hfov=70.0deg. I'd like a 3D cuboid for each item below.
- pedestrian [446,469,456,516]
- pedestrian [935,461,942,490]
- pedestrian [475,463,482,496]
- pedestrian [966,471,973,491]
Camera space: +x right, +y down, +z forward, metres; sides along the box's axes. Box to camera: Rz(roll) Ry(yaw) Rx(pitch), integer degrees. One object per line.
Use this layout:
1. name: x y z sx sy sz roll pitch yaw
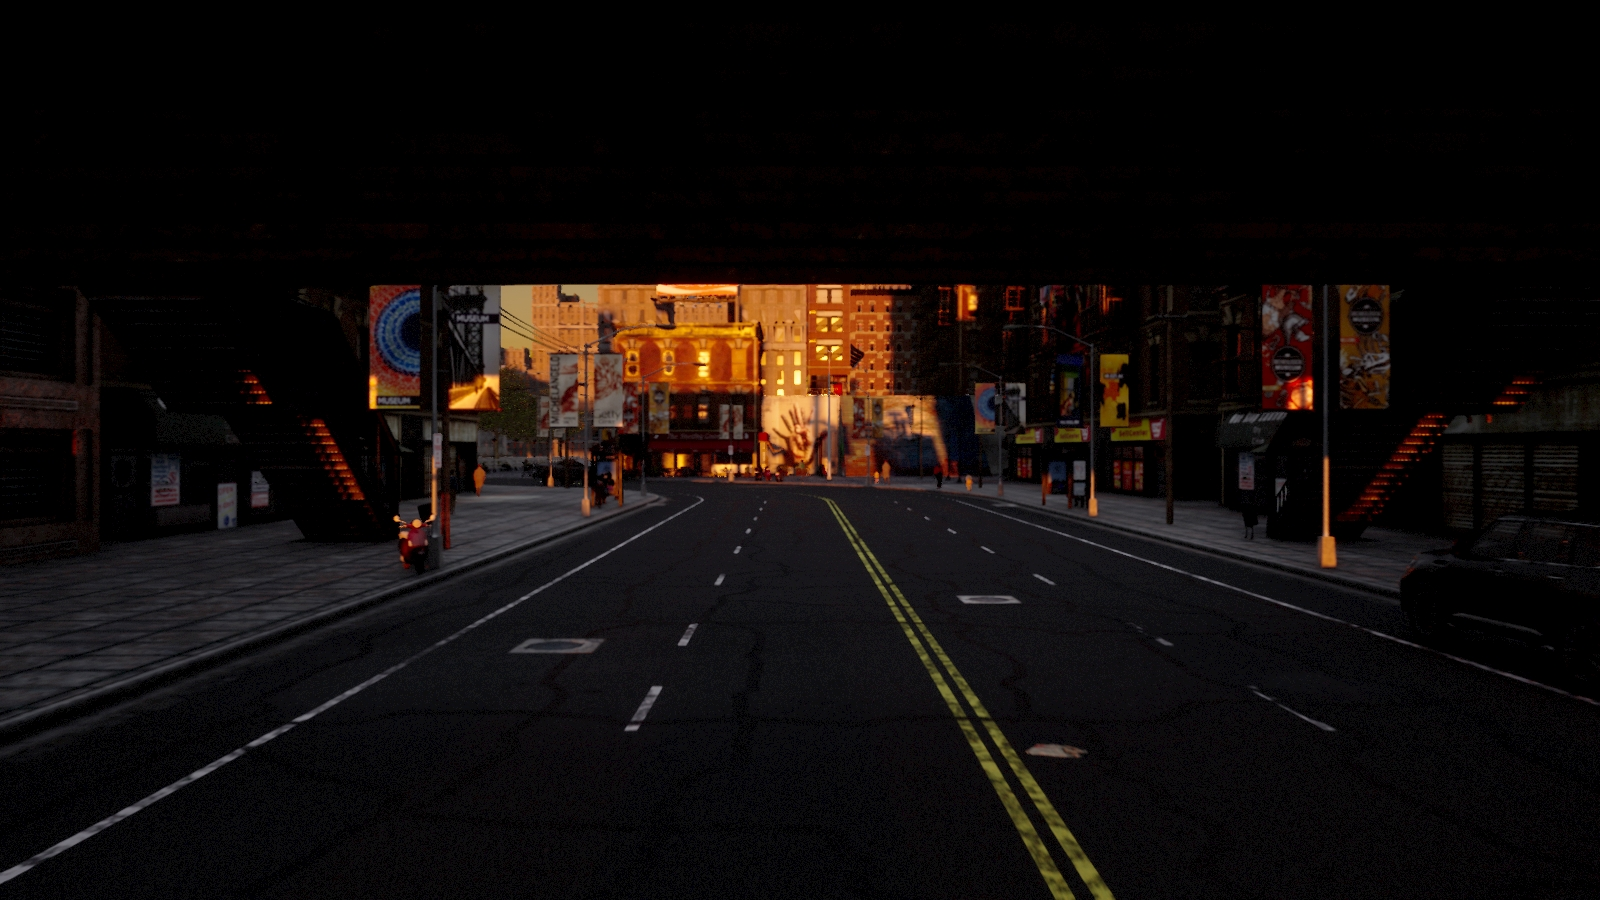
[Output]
1. pedestrian: -13.992 1.689 45.806 0.375 1.860 0.375 0 0 -12
2. pedestrian: 9.127 1.684 75.332 0.375 1.860 0.375 0 0 -16
3. pedestrian: -18.203 1.685 64.758 0.375 1.860 0.375 0 0 -13
4. pedestrian: 10.742 1.965 72.442 0.375 1.300 0.375 0 0 -13
